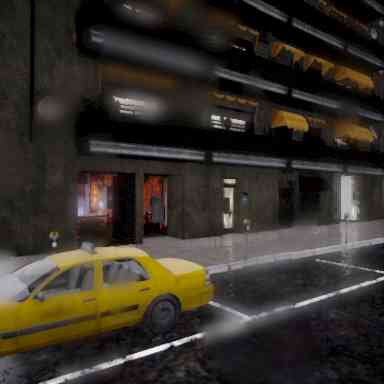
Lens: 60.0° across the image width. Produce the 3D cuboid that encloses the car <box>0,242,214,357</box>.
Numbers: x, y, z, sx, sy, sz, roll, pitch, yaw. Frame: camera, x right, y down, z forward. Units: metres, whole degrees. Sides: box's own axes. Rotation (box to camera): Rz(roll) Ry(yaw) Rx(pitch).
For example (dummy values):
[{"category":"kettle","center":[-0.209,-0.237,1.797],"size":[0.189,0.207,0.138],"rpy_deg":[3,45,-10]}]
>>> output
[{"category":"car","center":[-1.882,1.522,5.207],"size":[4.829,1.417,1.752],"rpy_deg":[0,0,-35]}]
